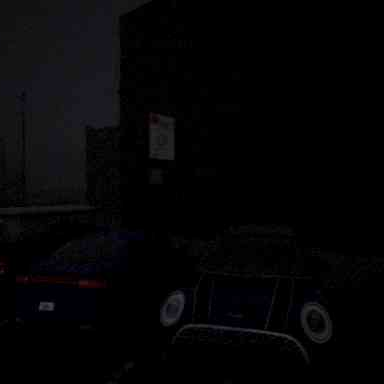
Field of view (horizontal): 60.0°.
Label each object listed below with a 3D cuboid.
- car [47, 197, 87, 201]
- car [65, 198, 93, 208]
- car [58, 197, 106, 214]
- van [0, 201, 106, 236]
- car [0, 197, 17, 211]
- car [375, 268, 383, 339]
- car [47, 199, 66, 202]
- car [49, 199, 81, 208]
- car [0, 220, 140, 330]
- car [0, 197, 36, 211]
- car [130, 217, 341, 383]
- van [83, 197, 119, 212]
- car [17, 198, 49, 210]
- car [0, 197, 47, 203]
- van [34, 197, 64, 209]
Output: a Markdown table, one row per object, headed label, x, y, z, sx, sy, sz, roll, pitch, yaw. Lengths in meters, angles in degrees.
| label | x | y | z | sx | sy | sz | roll | pitch | yaw |
| --- | --- | --- | --- | --- | --- | --- | --- | --- | --- |
| car | -15.883 | 1.662 | 40.691 | 5.566 | 2.045 | 2.435 | 0 | 0 | 14 |
| car | -21.299 | 1.996 | 62.825 | 4.553 | 1.767 | 2.185 | -1 | -1 | 14 |
| car | -14.224 | 1.664 | 43.141 | 5.566 | 2.045 | 2.435 | 0 | 0 | 14 |
| van | -3.845 | 1.355 | 9.059 | 1.878 | 1.987 | 4.442 | -1 | -1 | 16 |
| car | -29.826 | 1.860 | 50.327 | 5.566 | 2.045 | 2.435 | -1 | -1 | 14 |
| car | 3.457 | 1.517 | 3.697 | 2.002 | 1.452 | 4.674 | 0 | -1 | 16 |
| car | -17.539 | 1.940 | 38.229 | 4.792 | 1.488 | 2.163 | 0 | 0 | 14 |
| car | -23.026 | 2.121 | 60.346 | 4.892 | 1.521 | 2.231 | -1 | -1 | 14 |
| car | -1.435 | 1.545 | 7.190 | 2.097 | 1.535 | 5.008 | -1 | -1 | 16 |
| car | -28.078 | 1.861 | 52.839 | 5.566 | 2.045 | 2.435 | -1 | -1 | 14 |
| car | 1.030 | 1.386 | 5.477 | 2.185 | 1.767 | 4.553 | 0 | -1 | 16 |
| van | -12.425 | 1.692 | 45.567 | 4.442 | 1.987 | 1.878 | 0 | 0 | 14 |
| car | -26.440 | 1.991 | 55.351 | 4.553 | 1.767 | 2.185 | -1 | -1 | 14 |
| car | -19.142 | 1.657 | 35.791 | 5.566 | 2.045 | 2.435 | 0 | 0 | 14 |
| van | -24.833 | 1.895 | 57.865 | 4.442 | 1.987 | 1.878 | -1 | -1 | 14 |
